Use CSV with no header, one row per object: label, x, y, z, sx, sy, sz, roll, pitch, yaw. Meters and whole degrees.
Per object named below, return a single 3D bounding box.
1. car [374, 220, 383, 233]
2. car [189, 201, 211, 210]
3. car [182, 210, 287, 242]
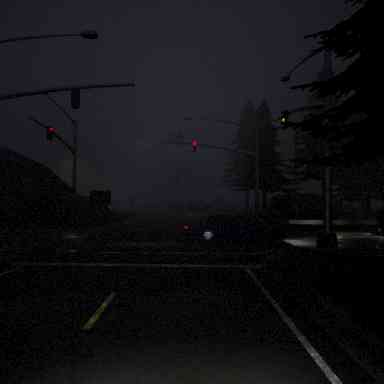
car,14.204,1.868,21.189,4.553,1.767,2.097,0,-1,0
car,1.209,2.086,48.689,2.097,1.767,4.553,0,-1,22
car,2.145,1.823,17.512,5.357,1.411,2.033,0,-1,0
